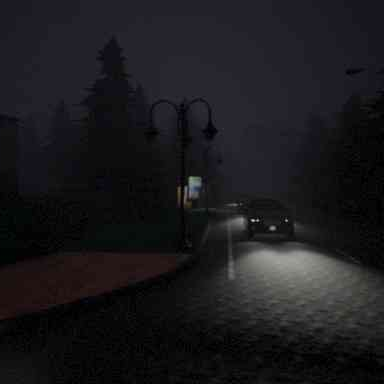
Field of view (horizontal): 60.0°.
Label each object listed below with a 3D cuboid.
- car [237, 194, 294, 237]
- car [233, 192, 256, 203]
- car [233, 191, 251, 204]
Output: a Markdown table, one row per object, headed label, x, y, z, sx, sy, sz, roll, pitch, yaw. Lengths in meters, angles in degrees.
| label | x | y | z | sx | sy | sz | roll | pitch | yaw |
| --- | --- | --- | --- | --- | --- | --- | --- | --- | --- |
| car | 3.343 | 1.074 | 15.185 | 2.128 | 1.511 | 4.902 | 0 | 1 | 6 |
| car | 4.520 | 0.847 | 26.424 | 2.128 | 1.511 | 4.902 | 0 | 1 | 6 |
| car | 5.994 | 0.636 | 40.371 | 1.994 | 1.385 | 4.181 | 0 | 1 | 6 |
